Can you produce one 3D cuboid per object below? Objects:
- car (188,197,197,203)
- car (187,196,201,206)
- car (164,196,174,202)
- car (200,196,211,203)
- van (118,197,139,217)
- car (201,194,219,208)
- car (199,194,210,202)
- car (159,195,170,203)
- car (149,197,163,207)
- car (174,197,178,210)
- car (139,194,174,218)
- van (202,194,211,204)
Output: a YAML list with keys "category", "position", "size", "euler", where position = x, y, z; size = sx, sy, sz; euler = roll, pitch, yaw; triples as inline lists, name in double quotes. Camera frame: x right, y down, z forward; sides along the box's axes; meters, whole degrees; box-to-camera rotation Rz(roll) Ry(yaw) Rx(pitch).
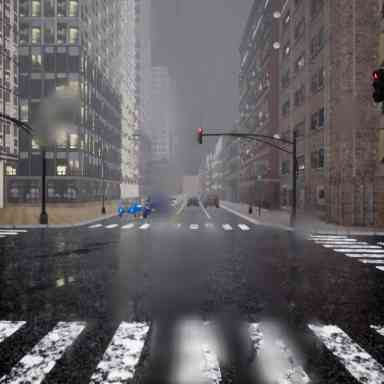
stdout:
- category: "car"
  position: [0.154, 1.630, 69.777]
  size: [1.895, 1.301, 4.718]
  euler: [0, 0, 0]
- category: "car"
  position: [0.155, 1.565, 53.522]
  size: [2.033, 1.411, 5.357]
  euler: [0, 0, 0]
- category: "car"
  position: [-5.605, 1.590, 80.523]
  size: [2.008, 1.369, 4.403]
  euler: [0, 0, 0]
- category: "car"
  position: [2.764, 1.580, 69.413]
  size: [2.008, 1.369, 4.403]
  euler: [0, 0, 0]
- category: "van"
  position: [-5.658, 1.347, 30.565]
  size: [1.690, 1.788, 3.998]
  euler: [0, 0, 0]
- category: "car"
  position: [2.740, 1.329, 47.210]
  size: [2.192, 1.841, 5.009]
  euler: [0, 0, 0]
- category: "car"
  position: [2.769, 1.349, 74.964]
  size: [2.192, 1.841, 5.009]
  euler: [0, 0, 0]
- category: "car"
  position: [-5.617, 1.469, 69.421]
  size: [1.967, 1.590, 4.097]
  euler: [0, 0, 0]
- category: "car"
  position: [-5.634, 1.543, 52.598]
  size: [1.752, 1.417, 4.829]
  euler: [0, 0, 0]
- category: "car"
  position: [-3.054, 1.611, 39.944]
  size: [1.895, 1.301, 4.718]
  euler: [0, 0, 0]
- category: "car"
  position: [-3.075, 1.227, 30.234]
  size: [2.150, 2.045, 5.566]
  euler: [0, 0, 0]
- category: "van"
  position: [2.757, 1.366, 63.863]
  size: [1.690, 1.788, 3.998]
  euler: [0, 0, 0]
